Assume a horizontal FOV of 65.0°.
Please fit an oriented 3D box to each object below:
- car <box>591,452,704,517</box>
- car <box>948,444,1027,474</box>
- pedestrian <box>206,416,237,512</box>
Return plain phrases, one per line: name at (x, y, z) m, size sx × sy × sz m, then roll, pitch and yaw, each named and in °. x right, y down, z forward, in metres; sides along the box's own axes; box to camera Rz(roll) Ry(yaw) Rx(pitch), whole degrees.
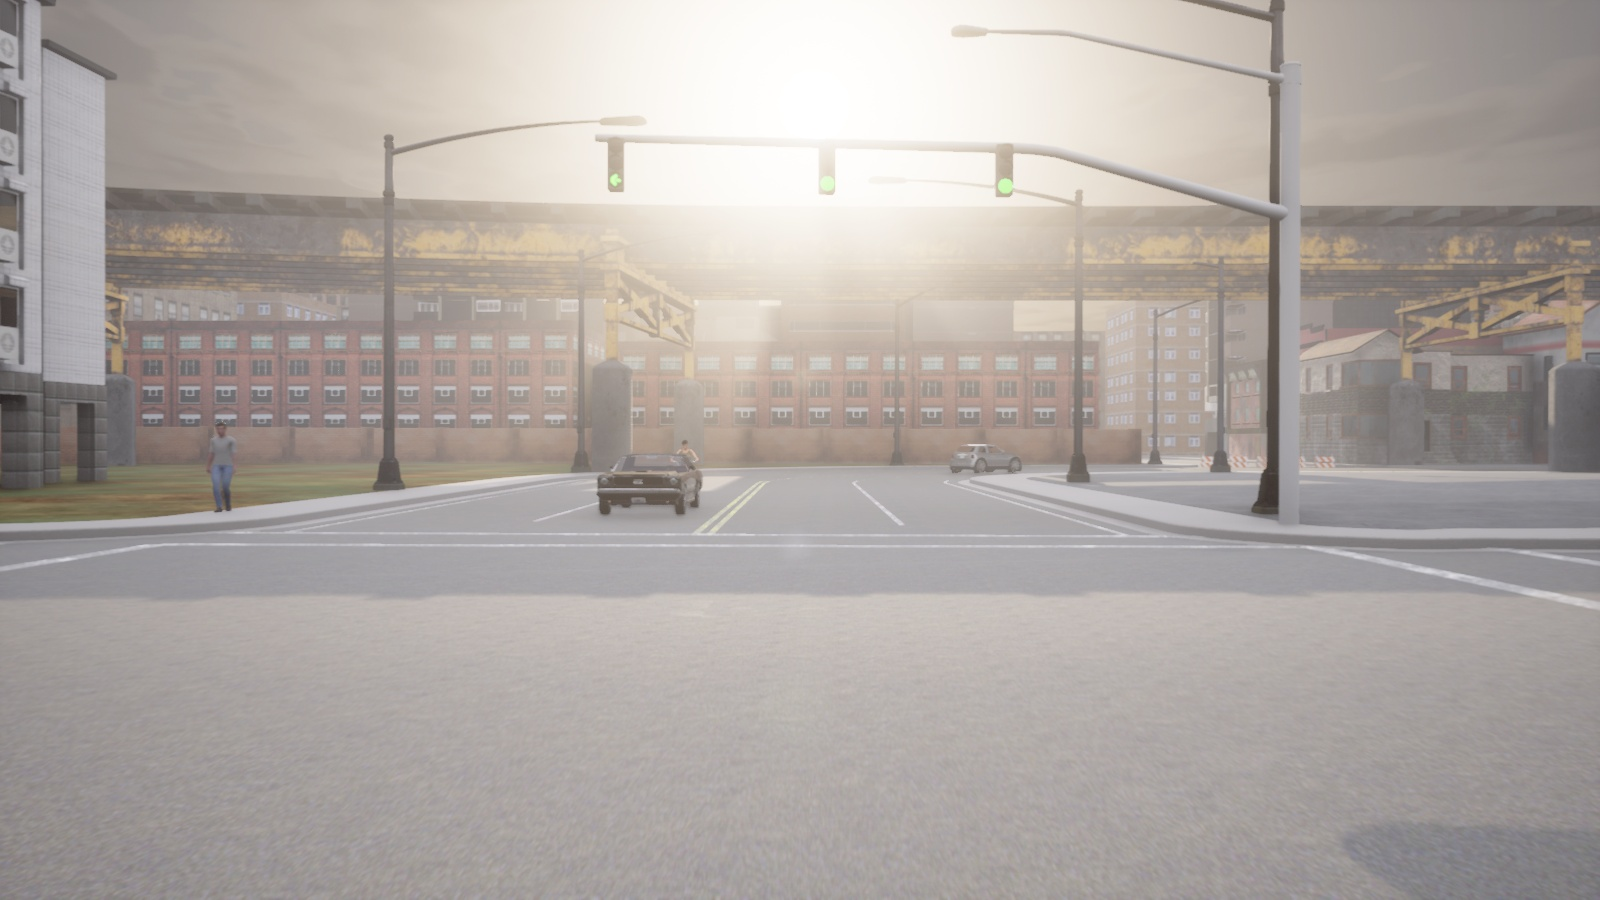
car at (-3.311, 0.713, 28.150) m, size 1.895 × 1.301 × 4.718 m, roll 0°, pitch 0°, yaw 1°
car at (9.628, 0.425, 64.419) m, size 3.806 × 1.475 × 1.970 m, roll 0°, pitch 0°, yaw -39°
pedestrian at (-11.309, 0.266, 24.541) m, size 0.354 × 1.836 × 0.706 m, roll 0°, pitch 0°, yaw -7°
